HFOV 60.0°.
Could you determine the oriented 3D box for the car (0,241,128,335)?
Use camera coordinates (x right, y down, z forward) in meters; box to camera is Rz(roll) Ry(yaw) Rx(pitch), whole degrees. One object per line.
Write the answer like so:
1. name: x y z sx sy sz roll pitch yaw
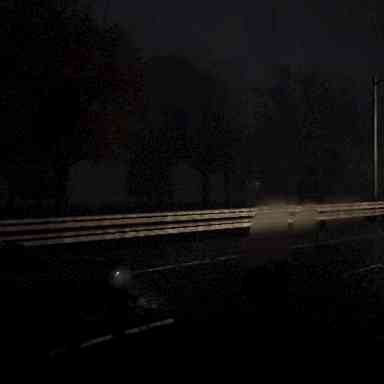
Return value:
1. car: -3.245 1.558 5.706 4.181 1.385 1.994 -1 0 -35
